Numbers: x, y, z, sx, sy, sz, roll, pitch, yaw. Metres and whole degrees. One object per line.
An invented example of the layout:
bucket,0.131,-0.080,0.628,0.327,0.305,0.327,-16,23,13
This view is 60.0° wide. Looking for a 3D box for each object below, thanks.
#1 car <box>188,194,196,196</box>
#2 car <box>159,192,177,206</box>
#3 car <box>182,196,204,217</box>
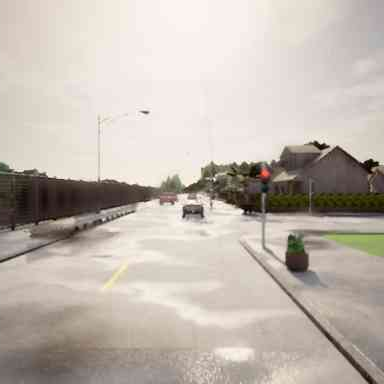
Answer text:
car,0.024,1.155,68.709,2.097,1.767,4.553,0,0,0
car,-4.044,1.097,53.779,2.150,2.045,5.566,0,0,0
car,0.099,1.420,30.336,2.128,1.511,4.902,0,0,0
